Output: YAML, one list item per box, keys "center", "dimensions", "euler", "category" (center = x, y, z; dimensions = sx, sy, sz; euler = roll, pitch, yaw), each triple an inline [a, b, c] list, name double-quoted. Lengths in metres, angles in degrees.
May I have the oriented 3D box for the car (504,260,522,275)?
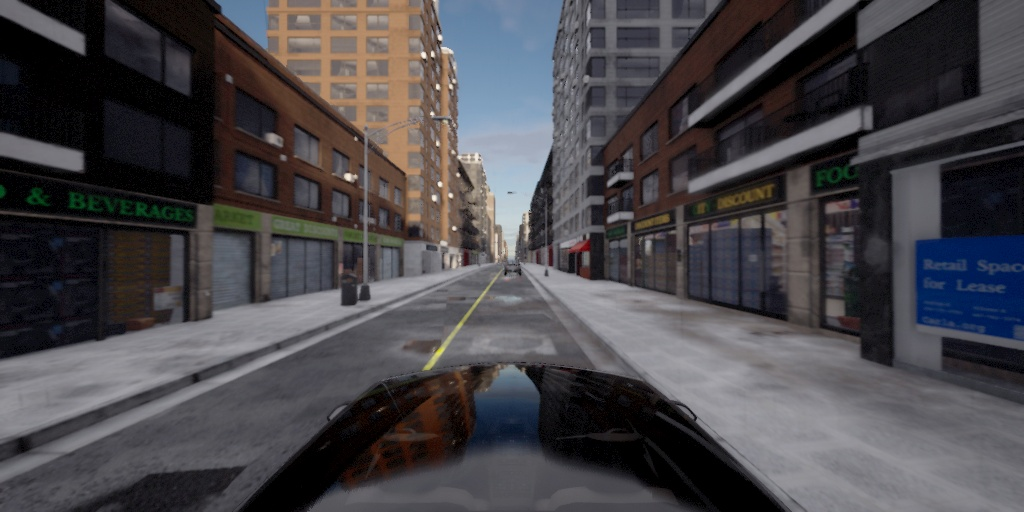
- center: [0.089, 1.275, 38.590]
  dimensions: [2.128, 1.511, 4.902]
  euler: [0, 0, 0]
  category: "car"
